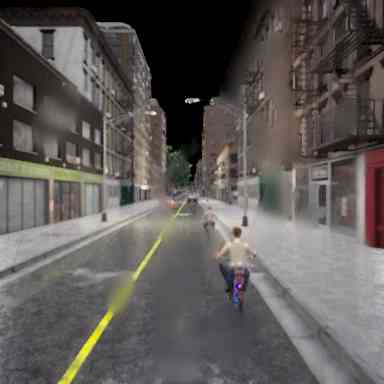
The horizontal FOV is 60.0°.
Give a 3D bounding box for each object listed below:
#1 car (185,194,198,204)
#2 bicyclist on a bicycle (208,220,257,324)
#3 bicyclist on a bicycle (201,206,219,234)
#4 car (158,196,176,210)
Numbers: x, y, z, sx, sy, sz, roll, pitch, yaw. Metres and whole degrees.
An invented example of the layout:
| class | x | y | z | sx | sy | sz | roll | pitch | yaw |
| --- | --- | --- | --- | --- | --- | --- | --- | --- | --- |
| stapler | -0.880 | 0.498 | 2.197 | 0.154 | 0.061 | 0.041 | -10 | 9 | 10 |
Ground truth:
| class | x | y | z | sx | sy | sz | roll | pitch | yaw |
| --- | --- | --- | --- | --- | --- | --- | --- | --- | --- |
| car | 0.072 | 1.440 | 62.961 | 1.812 | 1.442 | 4.674 | 0 | 0 | 0 |
| bicyclist on a bicycle | 0.807 | 1.429 | 6.134 | 0.866 | 1.612 | 1.509 | 0 | 0 | 0 |
| bicyclist on a bicycle | 0.796 | 1.420 | 15.099 | 0.866 | 1.612 | 1.509 | 0 | 0 | 0 |
| car | -3.107 | 1.302 | 42.016 | 2.097 | 1.767 | 4.553 | 0 | 0 | 0 |
